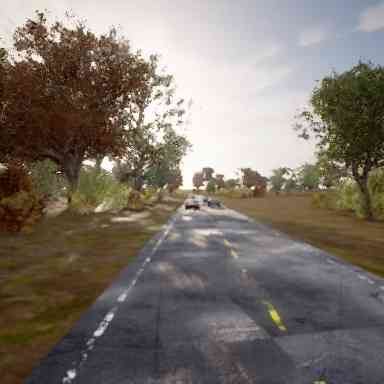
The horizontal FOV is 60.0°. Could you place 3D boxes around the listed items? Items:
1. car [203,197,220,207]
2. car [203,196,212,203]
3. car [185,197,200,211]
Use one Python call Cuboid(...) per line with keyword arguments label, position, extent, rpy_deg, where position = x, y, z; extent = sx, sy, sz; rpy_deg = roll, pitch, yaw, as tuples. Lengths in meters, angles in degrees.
Cuboid(label="car", position=(3.295, 1.532, 51.713), extent=(2.128, 1.511, 4.902), rpy_deg=(0, 0, 0))
Cuboid(label="car", position=(3.268, 1.633, 70.727), extent=(1.895, 1.301, 4.718), rpy_deg=(0, 0, 0))
Cuboid(label="car", position=(0.068, 1.630, 41.166), extent=(1.895, 1.301, 4.718), rpy_deg=(0, 0, 0))
